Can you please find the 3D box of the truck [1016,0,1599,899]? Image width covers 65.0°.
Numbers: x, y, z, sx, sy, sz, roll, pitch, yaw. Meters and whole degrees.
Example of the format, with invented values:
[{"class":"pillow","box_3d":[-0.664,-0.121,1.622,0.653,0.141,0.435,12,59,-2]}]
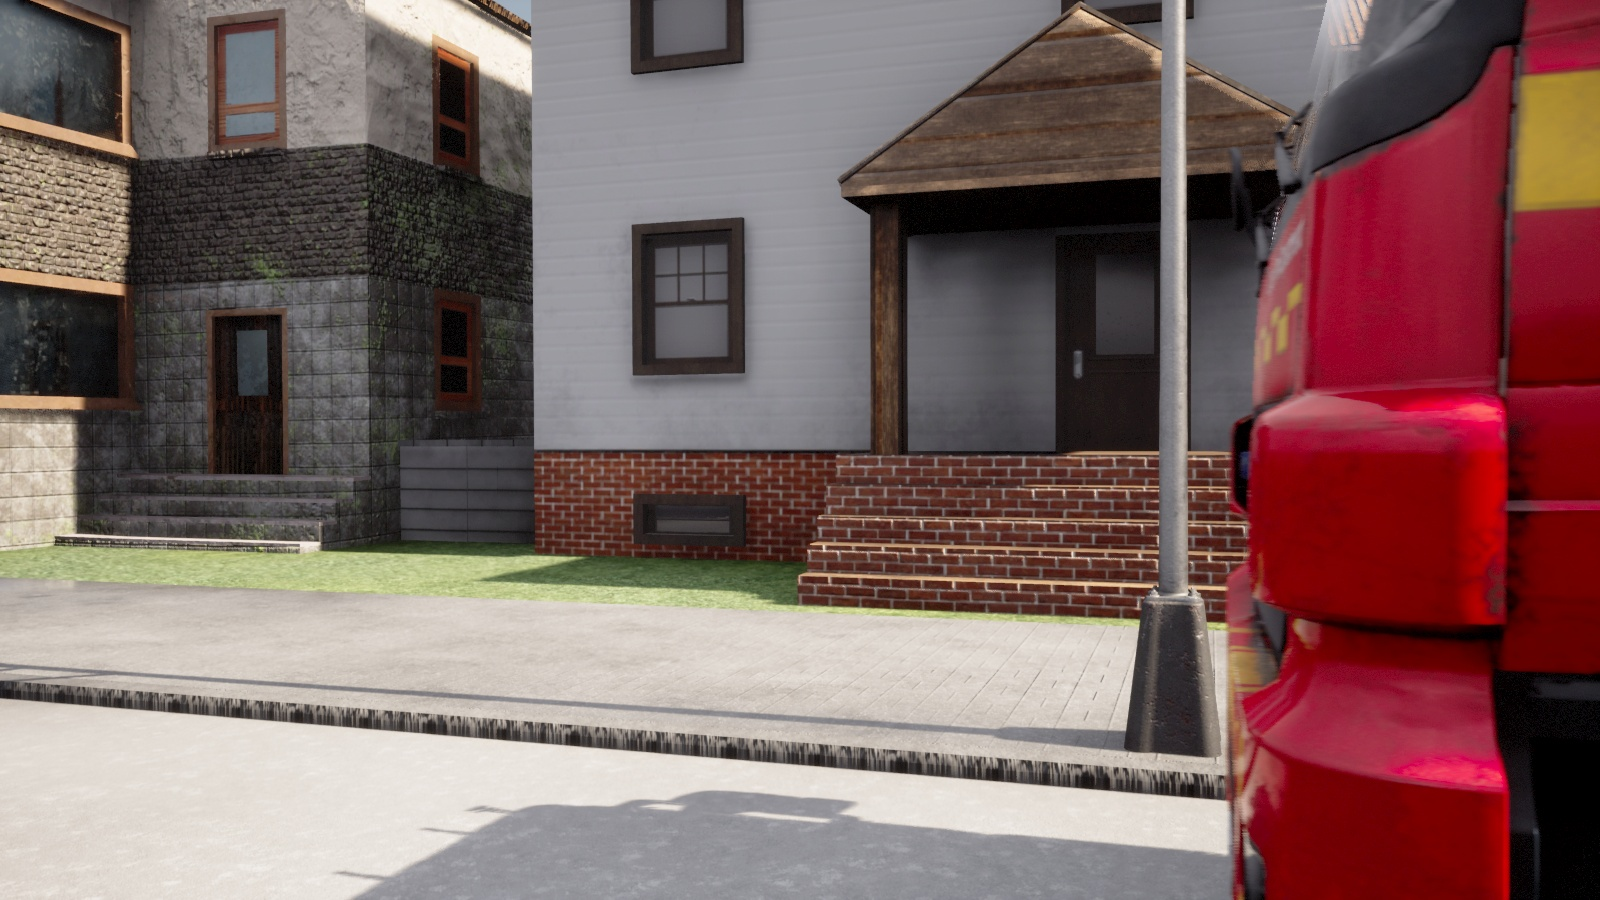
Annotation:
[{"class":"truck","box_3d":[4.824,-0.353,2.053,8.468,3.827,2.891,1,1,18]}]
